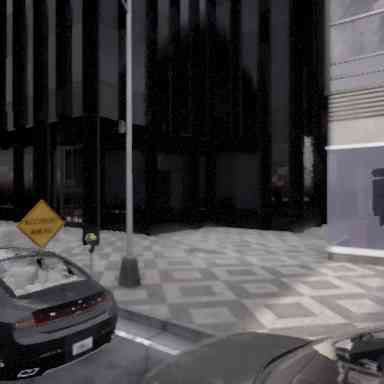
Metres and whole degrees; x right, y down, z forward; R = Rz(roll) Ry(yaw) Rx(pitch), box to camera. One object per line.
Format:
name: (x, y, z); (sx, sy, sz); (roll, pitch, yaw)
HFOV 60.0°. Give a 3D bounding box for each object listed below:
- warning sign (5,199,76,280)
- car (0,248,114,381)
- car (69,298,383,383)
warning sign: (-3.869, 1.119, 8.548); (1.060, 1.860, 1.300); (0, 0, 35)
car: (-3.048, 1.553, 5.136); (4.403, 1.369, 2.008); (0, 0, 35)
car: (1.528, 1.551, 1.875); (4.403, 1.369, 2.008); (0, 0, 35)
